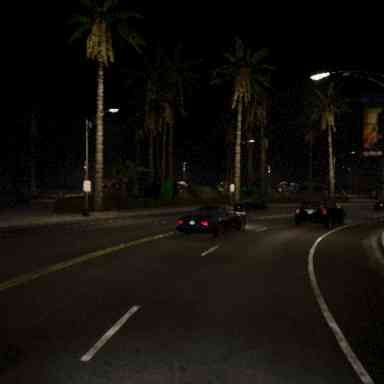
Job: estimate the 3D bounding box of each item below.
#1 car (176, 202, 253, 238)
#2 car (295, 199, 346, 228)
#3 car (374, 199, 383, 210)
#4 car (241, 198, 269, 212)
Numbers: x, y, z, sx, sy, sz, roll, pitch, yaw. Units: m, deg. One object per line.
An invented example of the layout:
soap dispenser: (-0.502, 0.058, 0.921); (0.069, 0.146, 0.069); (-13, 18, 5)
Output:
car: (1.183, 1.438, 17.272); (2.033, 1.411, 5.357); (0, 0, 28)
car: (8.445, 1.254, 21.684); (2.097, 1.767, 4.553); (1, 1, 39)
car: (22.818, 1.438, 38.024); (4.181, 1.385, 1.994); (0, 0, -30)
car: (6.156, 1.367, 34.692); (4.181, 1.385, 1.994); (0, 0, -42)
